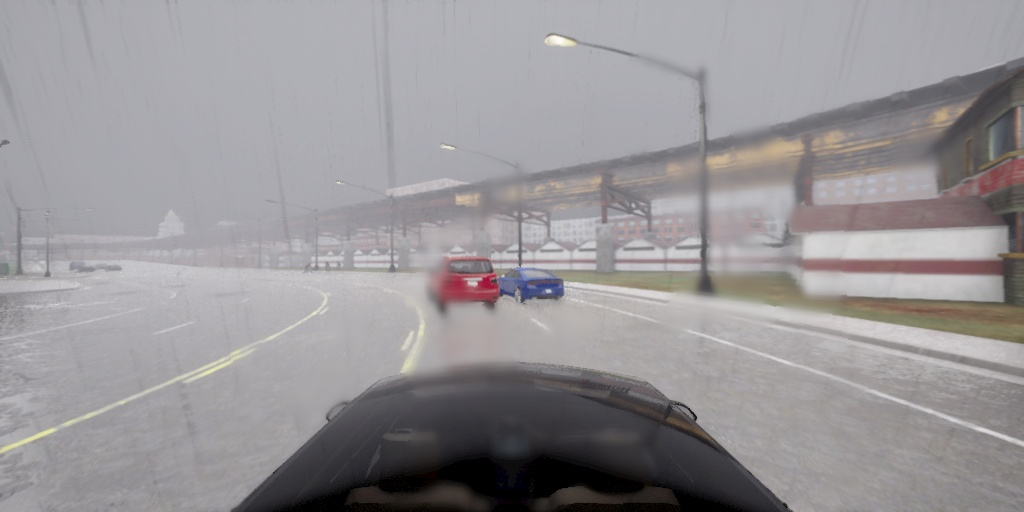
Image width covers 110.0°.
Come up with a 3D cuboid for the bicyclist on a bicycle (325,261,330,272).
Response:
[{"bbox_3d":[-27.350,1.564,53.066,0.582,1.620,1.656,0,-1,-45],"label":"bicyclist on a bicycle"}]

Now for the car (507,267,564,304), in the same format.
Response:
[{"bbox_3d":[0.676,1.282,16.888,1.882,1.535,5.008,0,0,-19],"label":"car"}]

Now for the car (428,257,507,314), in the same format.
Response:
[{"bbox_3d":[-2.142,1.050,14.673,2.150,2.045,5.566,0,0,-18],"label":"car"}]

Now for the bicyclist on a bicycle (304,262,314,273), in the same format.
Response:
[{"bbox_3d":[-30.744,1.759,54.269,1.656,1.620,0.582,0,0,9],"label":"bicyclist on a bicycle"}]
